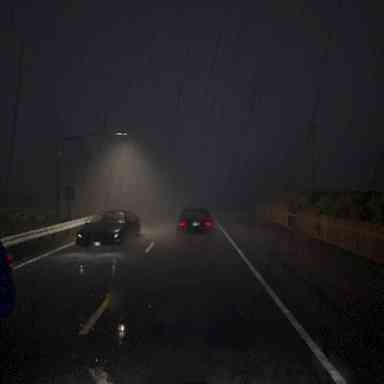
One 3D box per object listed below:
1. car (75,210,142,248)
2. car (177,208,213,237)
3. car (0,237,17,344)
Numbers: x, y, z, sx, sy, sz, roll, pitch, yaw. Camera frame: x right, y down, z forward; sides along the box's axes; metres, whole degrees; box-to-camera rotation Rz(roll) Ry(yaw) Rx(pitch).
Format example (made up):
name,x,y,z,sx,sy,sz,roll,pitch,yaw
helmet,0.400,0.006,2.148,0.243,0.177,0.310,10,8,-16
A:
name,x,y,z,sx,sy,sz,roll,pitch,yaw
car,-3.504,1.539,15.047,2.033,1.411,5.357,0,0,1
car,0.161,1.542,17.943,2.033,1.411,5.357,0,0,0
car,-3.589,1.216,2.479,2.150,2.045,5.566,0,0,0
